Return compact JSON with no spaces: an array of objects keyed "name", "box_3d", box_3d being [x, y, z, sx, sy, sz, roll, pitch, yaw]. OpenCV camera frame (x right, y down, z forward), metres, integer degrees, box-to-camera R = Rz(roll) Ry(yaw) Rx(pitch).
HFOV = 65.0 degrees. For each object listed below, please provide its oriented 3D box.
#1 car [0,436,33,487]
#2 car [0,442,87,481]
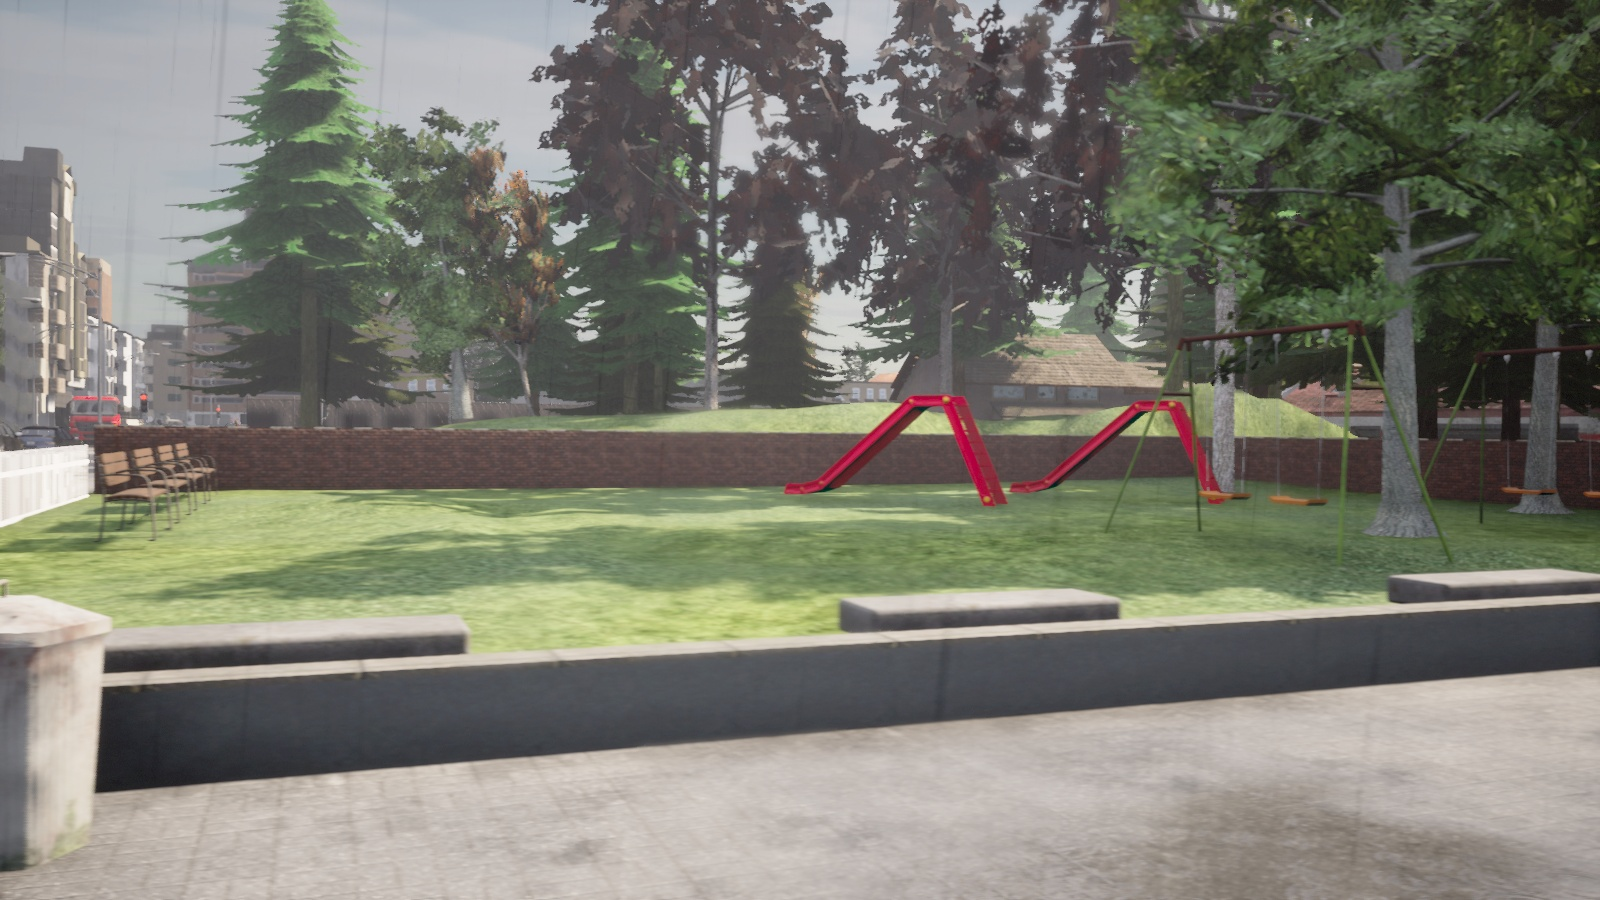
[{"name":"car","box_3d":[-26.734,0.355,41.295,1.851,1.617,3.988,-1,1,-21]},{"name":"car","box_3d":[-30.239,0.404,50.309,2.033,1.411,5.357,-1,1,-20]}]
